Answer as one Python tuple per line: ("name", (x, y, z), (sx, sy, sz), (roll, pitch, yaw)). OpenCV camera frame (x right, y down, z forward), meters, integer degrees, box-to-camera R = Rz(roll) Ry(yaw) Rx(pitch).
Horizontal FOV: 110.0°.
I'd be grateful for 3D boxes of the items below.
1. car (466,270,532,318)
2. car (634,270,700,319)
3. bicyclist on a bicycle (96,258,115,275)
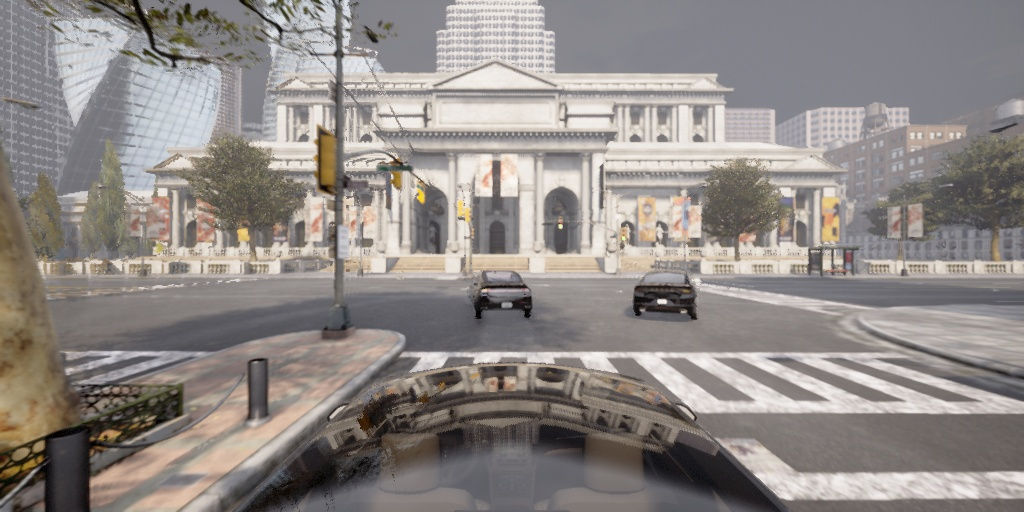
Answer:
("car", (-0.575, 1.248, 13.050), (2.128, 1.511, 4.902), (0, 0, -10))
("car", (5.717, 1.234, 13.110), (1.882, 1.535, 5.008), (-1, 0, 28))
("bicyclist on a bicycle", (-40.514, 1.068, 35.758), (0.582, 1.620, 1.656), (0, 0, 0))
